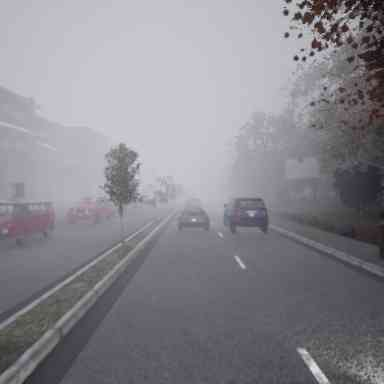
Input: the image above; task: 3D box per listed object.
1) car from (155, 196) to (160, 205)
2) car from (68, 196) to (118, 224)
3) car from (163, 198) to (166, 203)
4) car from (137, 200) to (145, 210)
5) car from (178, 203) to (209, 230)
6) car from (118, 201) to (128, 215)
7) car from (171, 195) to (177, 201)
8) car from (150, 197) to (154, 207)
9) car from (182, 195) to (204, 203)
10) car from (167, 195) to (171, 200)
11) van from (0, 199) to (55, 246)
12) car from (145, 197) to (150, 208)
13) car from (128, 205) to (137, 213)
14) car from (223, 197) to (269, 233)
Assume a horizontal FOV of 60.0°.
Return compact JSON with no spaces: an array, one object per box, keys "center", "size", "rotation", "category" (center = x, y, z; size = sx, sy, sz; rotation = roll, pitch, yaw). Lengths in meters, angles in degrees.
[{"center":[-7.798,1.696,65.438],"size":[2.097,1.535,5.008],"rotation":[0,0,1],"category":"car"},{"center":[-8.022,1.368,26.679],"size":[2.435,2.045,5.566],"rotation":[0,0,0],"category":"car"},{"center":[-7.554,1.724,75.033],"size":[2.163,1.488,4.792],"rotation":[0,0,3],"category":"car"},{"center":[-7.925,1.698,43.318],"size":[2.163,1.488,4.792],"rotation":[0,0,0],"category":"car"},{"center":[0.104,1.681,22.178],"size":[1.994,1.385,4.181],"rotation":[0,0,0],"category":"car"},{"center":[-7.989,1.669,32.223],"size":[2.163,1.488,4.792],"rotation":[0,0,0],"category":"car"},{"center":[-6.180,1.674,93.039],"size":[1.946,1.575,5.366],"rotation":[0,0,7],"category":"car"},{"center":[-7.862,1.688,54.445],"size":[2.231,1.521,4.892],"rotation":[0,0,0],"category":"car"},{"center":[0.154,1.540,41.778],"size":[2.097,1.767,4.553],"rotation":[0,0,1],"category":"car"},{"center":[-7.145,1.685,82.063],"size":[1.946,1.575,5.366],"rotation":[0,0,5],"category":"car"},{"center":[-8.085,1.347,15.498],"size":[1.878,1.987,4.442],"rotation":[0,0,0],"category":"van"},{"center":[-7.894,1.720,48.895],"size":[2.002,1.452,4.674],"rotation":[0,0,0],"category":"car"},{"center":[-7.958,1.695,37.802],"size":[2.002,1.452,4.674],"rotation":[0,0,0],"category":"car"},{"center":[3.252,1.334,20.790],"size":[2.150,2.045,5.566],"rotation":[0,0,0],"category":"car"}]
